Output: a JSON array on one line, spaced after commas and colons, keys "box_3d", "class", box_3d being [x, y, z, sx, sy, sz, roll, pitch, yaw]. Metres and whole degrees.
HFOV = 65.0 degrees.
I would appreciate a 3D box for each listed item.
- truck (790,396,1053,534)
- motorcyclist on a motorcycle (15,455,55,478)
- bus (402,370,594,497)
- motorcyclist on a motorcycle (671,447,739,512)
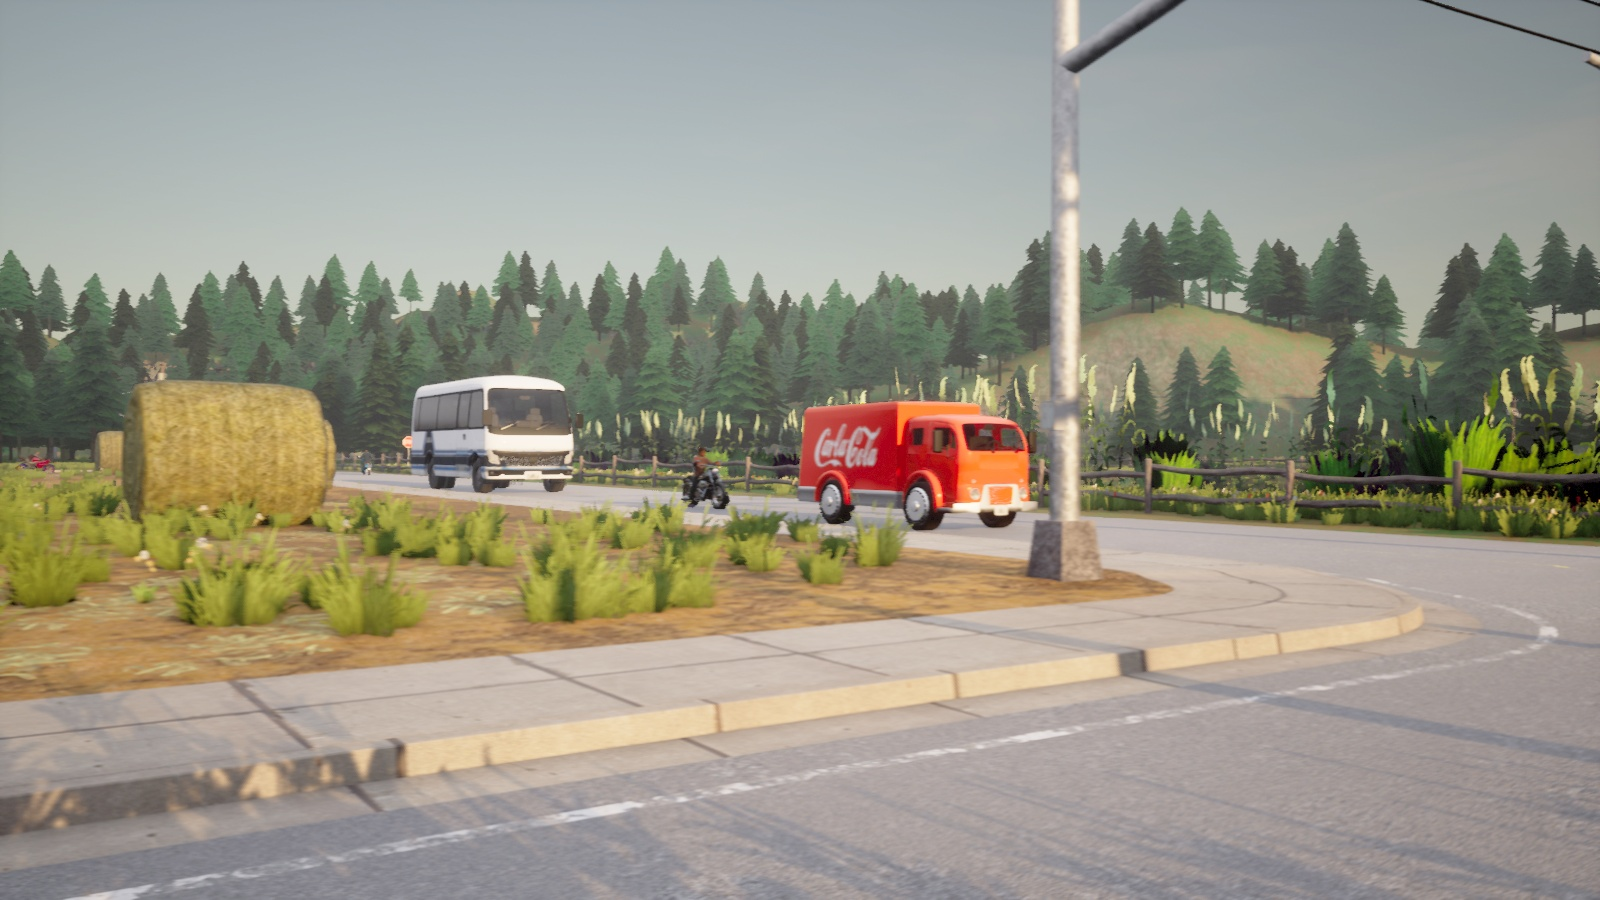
[{"box_3d": [2.281, 0.276, 25.255, 2.627, 2.467, 5.204, 0, 0, -32], "class": "truck"}, {"box_3d": [-50.395, 1.077, 82.747, 2.191, 1.530, 0.866, 0, 0, -35], "class": "motorcyclist on a motorcycle"}, {"box_3d": [-11.655, -0.533, 47.403, 3.944, 4.253, 10.273, 0, 0, -32], "class": "bus"}, {"box_3d": [-2.497, 0.740, 32.853, 0.766, 1.649, 2.350, 0, 0, -32], "class": "motorcyclist on a motorcycle"}]
